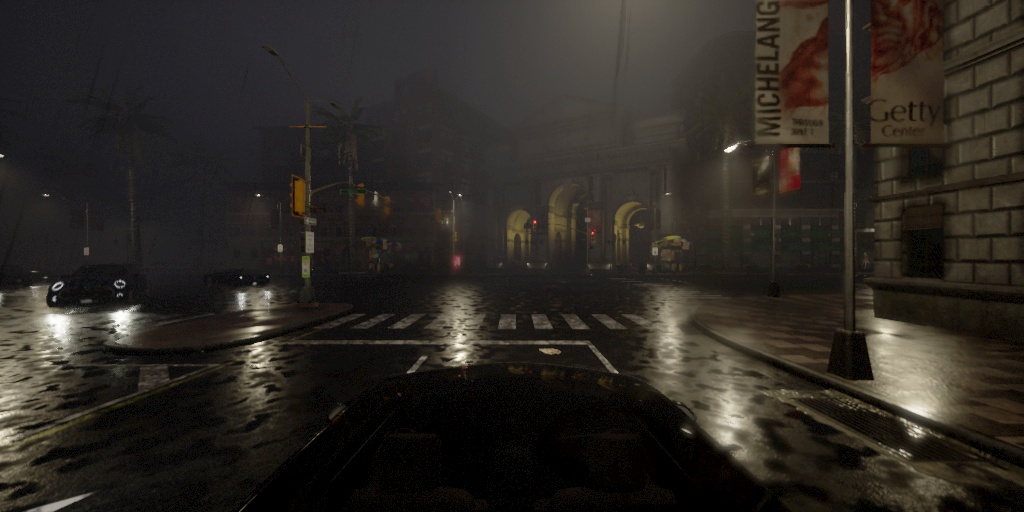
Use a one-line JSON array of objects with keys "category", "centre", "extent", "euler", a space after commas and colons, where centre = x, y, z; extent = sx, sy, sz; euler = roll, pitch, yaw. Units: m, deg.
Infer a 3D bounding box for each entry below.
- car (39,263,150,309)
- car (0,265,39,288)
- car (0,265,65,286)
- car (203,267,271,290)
[{"category": "car", "centre": [-17.217, 1.112, 15.185], "extent": [2.097, 1.767, 4.553], "euler": [0, 0, -37]}, {"category": "car", "centre": [-32.210, 1.243, 21.663], "extent": [5.008, 1.535, 1.882], "euler": [0, 0, 1]}, {"category": "car", "centre": [-34.723, 1.331, 25.201], "extent": [4.181, 1.385, 1.994], "euler": [0, 0, 1]}, {"category": "car", "centre": [-17.477, 1.367, 22.783], "extent": [4.718, 1.301, 1.895], "euler": [0, 0, 29]}]
